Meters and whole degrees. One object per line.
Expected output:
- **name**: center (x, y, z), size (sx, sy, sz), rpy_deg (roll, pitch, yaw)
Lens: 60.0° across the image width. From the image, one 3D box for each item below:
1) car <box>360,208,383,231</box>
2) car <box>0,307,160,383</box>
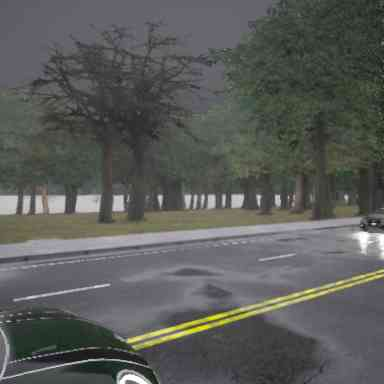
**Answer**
- **car**: center (12.107, 1.679, 20.364), size (4.181, 1.385, 1.994), rpy_deg (0, 0, -36)
- **car**: center (-2.319, 1.347, 1.787), size (4.553, 1.767, 2.097), rpy_deg (0, 0, -35)
